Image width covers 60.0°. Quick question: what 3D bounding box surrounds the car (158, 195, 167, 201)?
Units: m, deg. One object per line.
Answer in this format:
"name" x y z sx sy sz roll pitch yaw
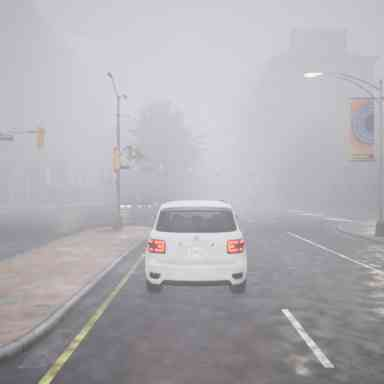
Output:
"car" -7.702 1.552 86.212 1.994 1.385 4.181 0 0 0

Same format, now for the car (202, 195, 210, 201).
"car" 3.811 1.540 89.859 2.033 1.411 5.357 0 0 0

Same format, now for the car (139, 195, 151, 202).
"car" -11.224 1.525 80.034 2.128 1.511 4.902 0 0 0

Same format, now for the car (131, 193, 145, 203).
"car" -11.260 1.225 69.596 2.150 2.045 5.566 0 0 0

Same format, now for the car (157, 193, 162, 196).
"car" -7.794 1.526 66.780 1.812 1.442 4.674 0 0 1

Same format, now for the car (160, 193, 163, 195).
"car" -7.736 1.225 76.397 2.150 2.045 5.566 0 0 0

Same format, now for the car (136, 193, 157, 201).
"car" -7.881 1.352 57.896 2.097 1.767 4.553 0 0 0

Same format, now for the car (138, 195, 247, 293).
"car" 0.102 1.221 9.012 2.150 2.045 5.566 0 0 0

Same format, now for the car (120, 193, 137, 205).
"car" -11.363 1.491 59.677 2.128 1.511 4.902 0 0 1
